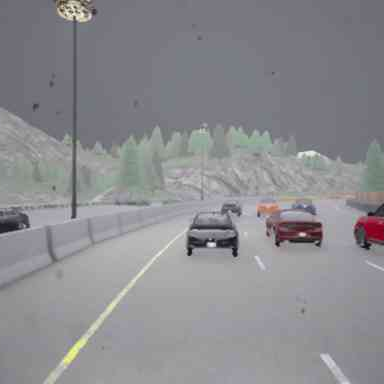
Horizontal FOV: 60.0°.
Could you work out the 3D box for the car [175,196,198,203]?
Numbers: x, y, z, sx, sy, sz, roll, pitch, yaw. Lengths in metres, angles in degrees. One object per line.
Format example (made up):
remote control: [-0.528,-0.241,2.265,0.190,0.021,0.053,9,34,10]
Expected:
car: [-0.571,1.466,55.362,2.097,1.767,4.553,0,0,21]

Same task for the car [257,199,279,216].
car: [7.774,1.443,33.851,2.097,1.767,4.553,0,0,13]

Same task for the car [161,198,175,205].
car: [-3.732,1.673,56.923,1.994,1.385,4.181,0,0,20]

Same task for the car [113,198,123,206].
car: [-11.474,1.652,55.977,1.994,1.385,4.181,0,0,19]

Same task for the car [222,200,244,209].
car: [4.056,1.585,33.351,1.837,1.490,4.892,0,0,12]

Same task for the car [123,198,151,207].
car: [-8.511,1.639,53.908,2.033,1.411,5.357,0,0,19]

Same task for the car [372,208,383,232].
car: [11.981,1.670,18.517,1.895,1.301,4.718,0,0,8]

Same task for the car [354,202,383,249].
car: [7.688,1.265,11.544,2.150,2.045,5.566,0,0,5]

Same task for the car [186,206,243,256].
car: [0.863,1.522,13.351,2.128,1.511,4.902,0,0,5]

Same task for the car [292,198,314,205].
car: [11.574,1.454,34.669,2.097,1.767,4.553,0,0,14]

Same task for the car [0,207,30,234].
car: [-9.665,1.500,15.623,2.128,1.511,4.902,0,0,6]

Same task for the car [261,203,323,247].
car: [4.580,1.522,15.473,1.882,1.535,5.008,0,0,6]
